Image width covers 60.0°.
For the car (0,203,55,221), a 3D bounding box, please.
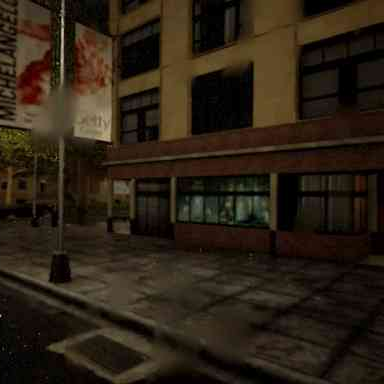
[{"bbox_3d":[-14.869,1.713,29.800,1.882,1.535,5.008,0,-1,40],"label":"car"}]
